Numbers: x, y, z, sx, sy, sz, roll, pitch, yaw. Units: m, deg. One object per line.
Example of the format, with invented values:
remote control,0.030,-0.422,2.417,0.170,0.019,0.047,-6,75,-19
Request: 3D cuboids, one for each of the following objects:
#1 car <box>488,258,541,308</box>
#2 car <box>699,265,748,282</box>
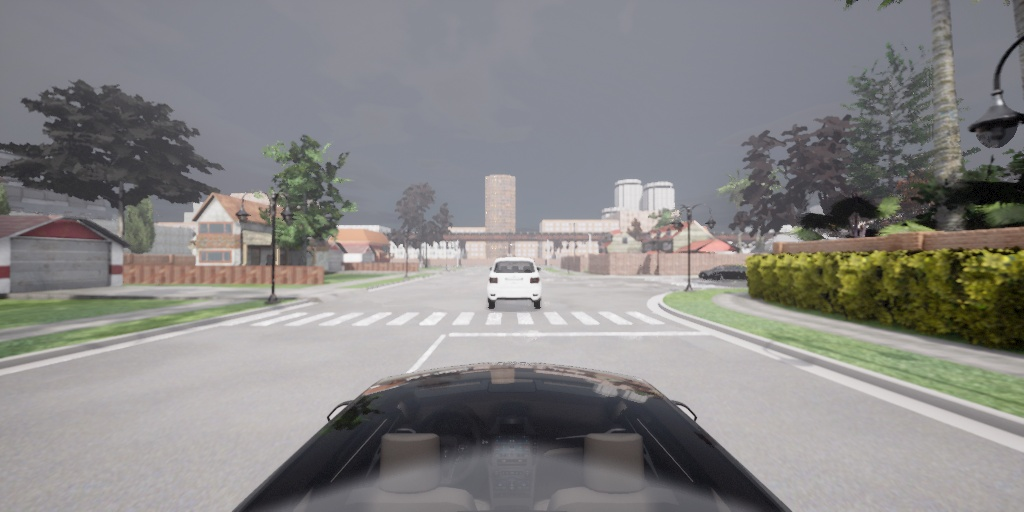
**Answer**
car,0.140,1.114,16.220,2.150,2.045,5.566,0,0,1
car,18.141,1.428,30.283,4.181,1.385,1.994,0,-1,0
